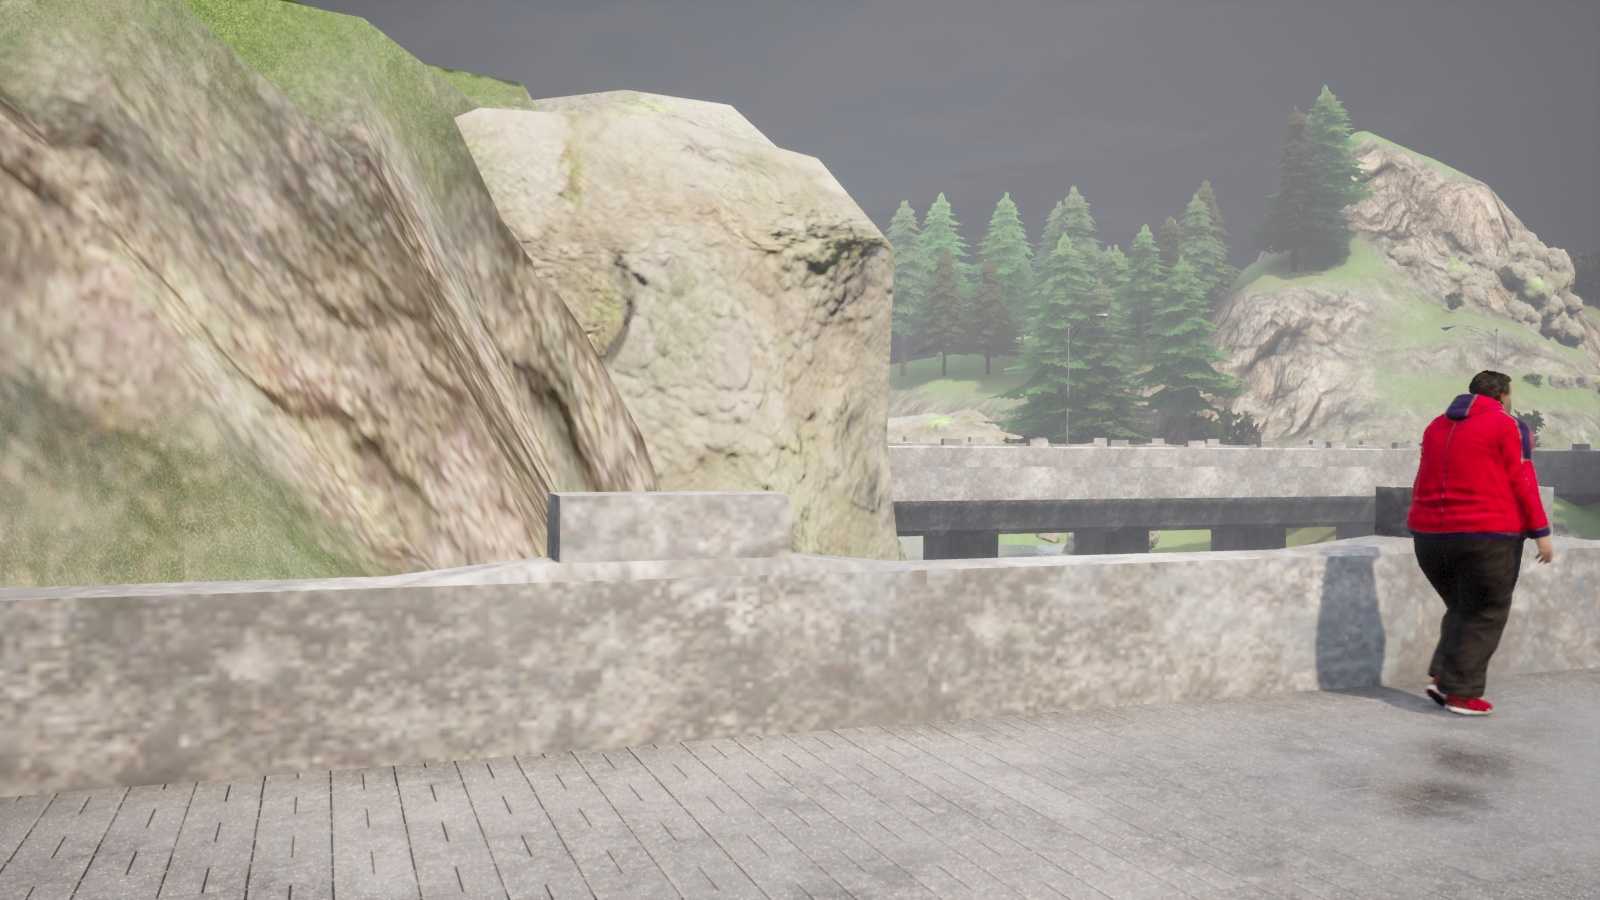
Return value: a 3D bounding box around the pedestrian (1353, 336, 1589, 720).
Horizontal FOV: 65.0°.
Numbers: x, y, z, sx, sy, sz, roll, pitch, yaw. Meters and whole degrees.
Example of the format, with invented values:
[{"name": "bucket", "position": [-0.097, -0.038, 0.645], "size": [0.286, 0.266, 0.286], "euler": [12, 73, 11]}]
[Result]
[{"name": "pedestrian", "position": [3.449, 0.365, 6.473], "size": [0.899, 1.844, 0.634], "euler": [-1, 1, -21]}]
